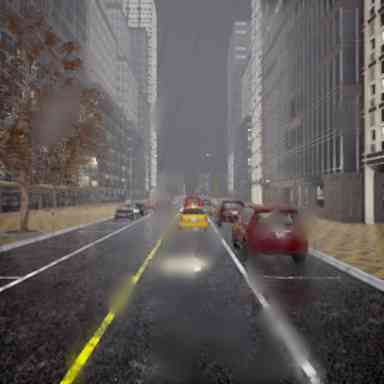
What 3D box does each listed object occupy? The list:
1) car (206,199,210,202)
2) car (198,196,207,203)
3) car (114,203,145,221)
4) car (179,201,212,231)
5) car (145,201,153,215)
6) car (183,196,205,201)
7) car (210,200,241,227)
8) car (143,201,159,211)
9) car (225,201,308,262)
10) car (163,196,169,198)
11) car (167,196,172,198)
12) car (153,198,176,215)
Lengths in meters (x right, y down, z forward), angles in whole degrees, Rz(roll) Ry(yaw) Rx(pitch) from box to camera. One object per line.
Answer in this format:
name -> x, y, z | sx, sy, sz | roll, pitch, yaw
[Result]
car -> 2.692, 1.763, 35.335 | 1.752, 1.417, 4.829 | 0, 0, 0
car -> 2.692, 1.985, 86.393 | 1.967, 1.590, 4.097 | 0, 0, 0
car -> -5.688, 1.750, 29.485 | 2.008, 1.369, 4.403 | 0, 0, 0
car -> 0.100, 1.607, 21.894 | 1.801, 1.575, 5.366 | 0, 0, 0
car -> -5.689, 1.802, 35.178 | 1.947, 1.339, 4.313 | 0, 0, 0
car -> 0.097, 1.493, 40.636 | 2.150, 2.045, 5.566 | 0, 0, 0
car -> 2.693, 1.478, 23.783 | 2.192, 1.841, 5.009 | 0, 0, 0
car -> -5.689, 1.889, 46.560 | 1.802, 1.307, 4.206 | 0, 0, 0
car -> 2.694, 1.402, 12.399 | 2.192, 1.841, 5.009 | 0, 0, 0
car -> -5.689, 1.927, 57.946 | 2.008, 1.369, 4.403 | 0, 0, 0
car -> -5.689, 1.989, 69.330 | 1.887, 1.381, 4.507 | 0, 0, 0
car -> -3.096, 1.778, 37.791 | 1.812, 1.442, 4.674 | 0, 0, 0
